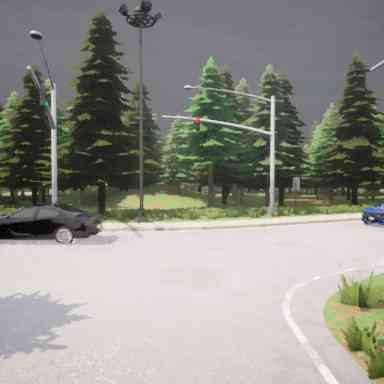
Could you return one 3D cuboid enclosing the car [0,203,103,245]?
[{"bbox_3d":[-6.211,1.224,13.569,5.008,1.535,1.882,0,3,3],"label":"car"}]

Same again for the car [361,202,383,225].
[{"bbox_3d":[11.738,1.081,18.603,5.008,1.535,1.882,-1,2,-25],"label":"car"}]
